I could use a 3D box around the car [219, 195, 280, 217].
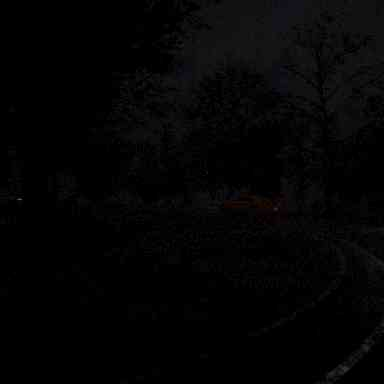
[{"bbox_3d":[4.254,0.980,25.240,1.882,1.535,5.008,1,1,-41],"label":"car"}]

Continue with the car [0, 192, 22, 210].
[{"bbox_3d":[-16.499,0.723,27.275,4.674,1.442,1.812,0,1,-33],"label":"car"}]
